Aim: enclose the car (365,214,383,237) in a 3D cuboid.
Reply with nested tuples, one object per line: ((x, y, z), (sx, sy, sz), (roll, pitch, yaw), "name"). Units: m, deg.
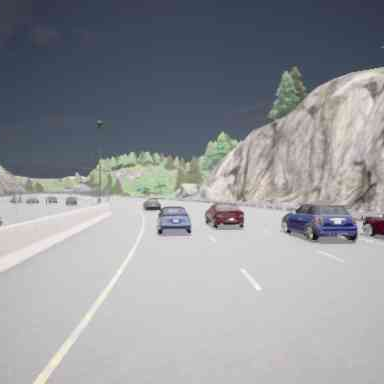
((9.848, 1.456, 15.060), (1.882, 1.535, 5.008), (0, 0, -5), "car")

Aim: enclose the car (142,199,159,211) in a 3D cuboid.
((-5.109, 1.576, 42.111), (1.994, 1.385, 4.181), (0, 0, -13), "car")

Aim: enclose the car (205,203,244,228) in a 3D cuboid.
((2.065, 1.473, 22.267), (1.882, 1.535, 5.008), (0, 0, -7), "car")

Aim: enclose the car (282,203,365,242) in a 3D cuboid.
((6.175, 1.338, 16.636), (2.097, 1.767, 4.553), (0, 0, -5), "car")

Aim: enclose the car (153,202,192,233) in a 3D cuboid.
((-1.123, 1.550, 19.743), (2.033, 1.411, 5.357), (0, 0, -7), "car")
